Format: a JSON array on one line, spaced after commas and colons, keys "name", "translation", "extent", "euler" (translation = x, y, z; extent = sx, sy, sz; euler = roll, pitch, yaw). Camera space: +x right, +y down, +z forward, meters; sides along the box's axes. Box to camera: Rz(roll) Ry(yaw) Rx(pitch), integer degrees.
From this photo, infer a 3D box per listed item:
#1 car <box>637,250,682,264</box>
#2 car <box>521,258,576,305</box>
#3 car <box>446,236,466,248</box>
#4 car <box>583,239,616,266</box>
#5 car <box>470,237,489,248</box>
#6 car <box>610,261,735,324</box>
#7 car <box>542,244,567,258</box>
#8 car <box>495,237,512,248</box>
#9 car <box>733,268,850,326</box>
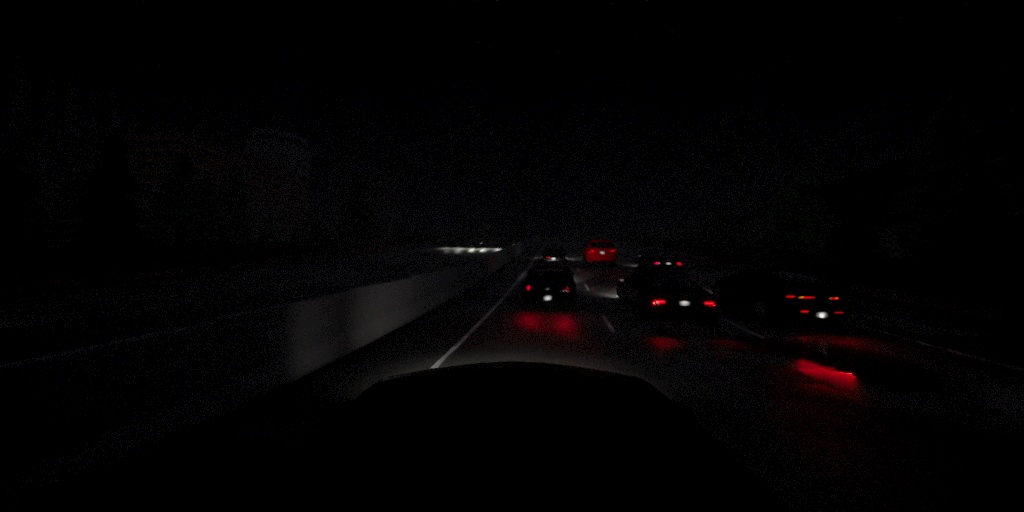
[{"name": "car", "translation": [9.783, 0.310, 24.111], "extent": [2.033, 1.411, 5.357], "euler": [1, 5, 8]}, {"name": "car", "translation": [1.507, 1.008, 14.249], "extent": [1.895, 1.301, 4.718], "euler": [1, 3, 8]}, {"name": "car", "translation": [-7.972, -2.038, 51.575], "extent": [1.837, 1.490, 4.892], "euler": [1, 4, 7]}, {"name": "car", "translation": [6.822, -0.362, 28.224], "extent": [2.150, 2.045, 5.566], "euler": [1, 5, 8]}, {"name": "car", "translation": [-4.532, -1.987, 50.898], "extent": [1.882, 1.535, 5.008], "euler": [1, 4, 7]}, {"name": "car", "translation": [4.660, 1.128, 11.477], "extent": [2.033, 1.411, 5.357], "euler": [1, 3, 8]}, {"name": "car", "translation": [3.556, -0.261, 30.227], "extent": [1.837, 1.490, 4.892], "euler": [1, 5, 8]}, {"name": "car", "translation": [-1.041, -1.891, 50.615], "extent": [1.812, 1.442, 4.674], "euler": [1, 4, 7]}, {"name": "car", "translation": [8.193, 1.127, 11.474], "extent": [1.837, 1.490, 4.892], "euler": [1, 3, 8]}]
